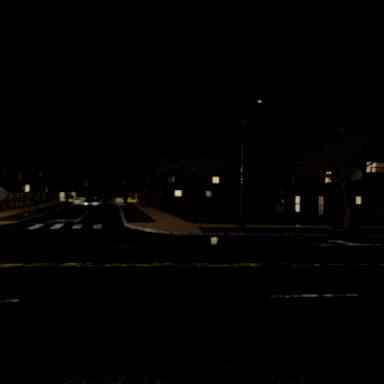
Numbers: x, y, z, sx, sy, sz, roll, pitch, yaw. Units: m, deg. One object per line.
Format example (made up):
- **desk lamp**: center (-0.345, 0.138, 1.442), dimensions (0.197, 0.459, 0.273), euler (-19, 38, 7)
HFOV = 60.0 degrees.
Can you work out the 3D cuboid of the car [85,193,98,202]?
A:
- **car**: center (-18.394, 0.967, 61.038), dimensions (2.097, 1.767, 4.553), euler (1, 0, -13)
